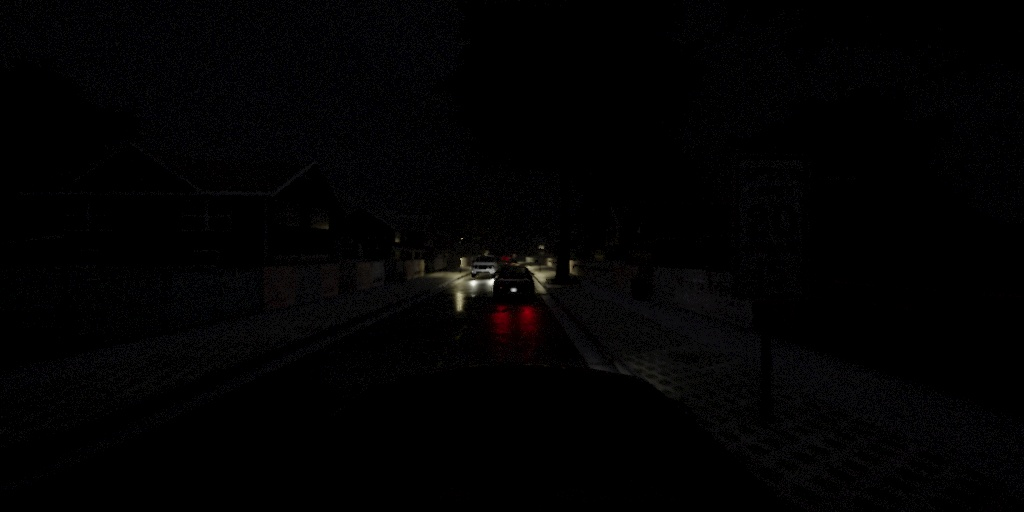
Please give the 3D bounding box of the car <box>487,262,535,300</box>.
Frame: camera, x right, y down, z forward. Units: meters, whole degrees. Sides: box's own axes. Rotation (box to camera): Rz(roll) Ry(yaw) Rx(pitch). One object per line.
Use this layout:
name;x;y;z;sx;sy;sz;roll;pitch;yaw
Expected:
car;0.102;1.239;17.835;2.128;1.511;4.902;0;0;0

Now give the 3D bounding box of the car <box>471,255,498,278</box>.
car;-2.532;0.940;34.068;2.150;2.045;5.566;0;0;0
